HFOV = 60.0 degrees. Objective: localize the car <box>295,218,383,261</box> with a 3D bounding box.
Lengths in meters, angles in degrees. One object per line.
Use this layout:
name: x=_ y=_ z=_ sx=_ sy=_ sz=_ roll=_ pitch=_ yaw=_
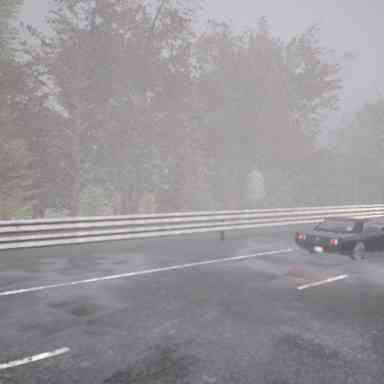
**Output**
car: x=6.026 y=1.608 z=12.286 sx=4.718 sy=1.301 sz=1.895 roll=0 pitch=0 yaw=-35
